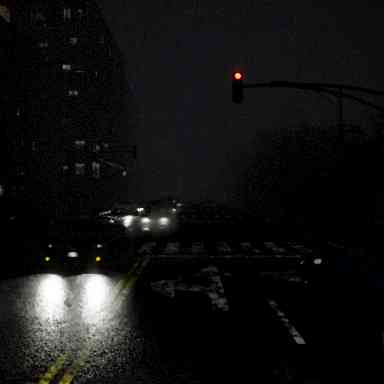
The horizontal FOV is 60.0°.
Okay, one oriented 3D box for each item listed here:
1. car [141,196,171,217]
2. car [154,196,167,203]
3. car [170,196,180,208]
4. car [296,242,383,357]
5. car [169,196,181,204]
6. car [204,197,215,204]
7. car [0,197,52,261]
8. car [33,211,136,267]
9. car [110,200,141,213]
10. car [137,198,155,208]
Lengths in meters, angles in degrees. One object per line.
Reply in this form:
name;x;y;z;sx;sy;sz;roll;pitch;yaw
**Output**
car;-3.332;1.487;31.676;1.882;1.535;5.008;0;0;0
car;-6.460;1.573;68.888;2.033;1.411;5.357;0;0;0
car;-3.317;1.362;48.045;2.097;1.767;4.553;0;0;0
car;3.355;1.547;5.374;2.033;1.411;5.357;0;0;0
car;-3.255;1.499;64.441;1.882;1.535;5.008;0;0;0
car;3.391;1.622;64.403;1.895;1.301;4.718;0;0;0
car;-6.595;1.215;11.001;2.150;2.045;5.566;0;0;0
car;-3.348;1.562;11.304;1.994;1.385;4.181;0;0;0
car;-6.746;1.529;33.781;1.812;1.442;4.674;0;0;3
car;-6.565;1.574;47.777;1.994;1.385;4.181;0;0;0
